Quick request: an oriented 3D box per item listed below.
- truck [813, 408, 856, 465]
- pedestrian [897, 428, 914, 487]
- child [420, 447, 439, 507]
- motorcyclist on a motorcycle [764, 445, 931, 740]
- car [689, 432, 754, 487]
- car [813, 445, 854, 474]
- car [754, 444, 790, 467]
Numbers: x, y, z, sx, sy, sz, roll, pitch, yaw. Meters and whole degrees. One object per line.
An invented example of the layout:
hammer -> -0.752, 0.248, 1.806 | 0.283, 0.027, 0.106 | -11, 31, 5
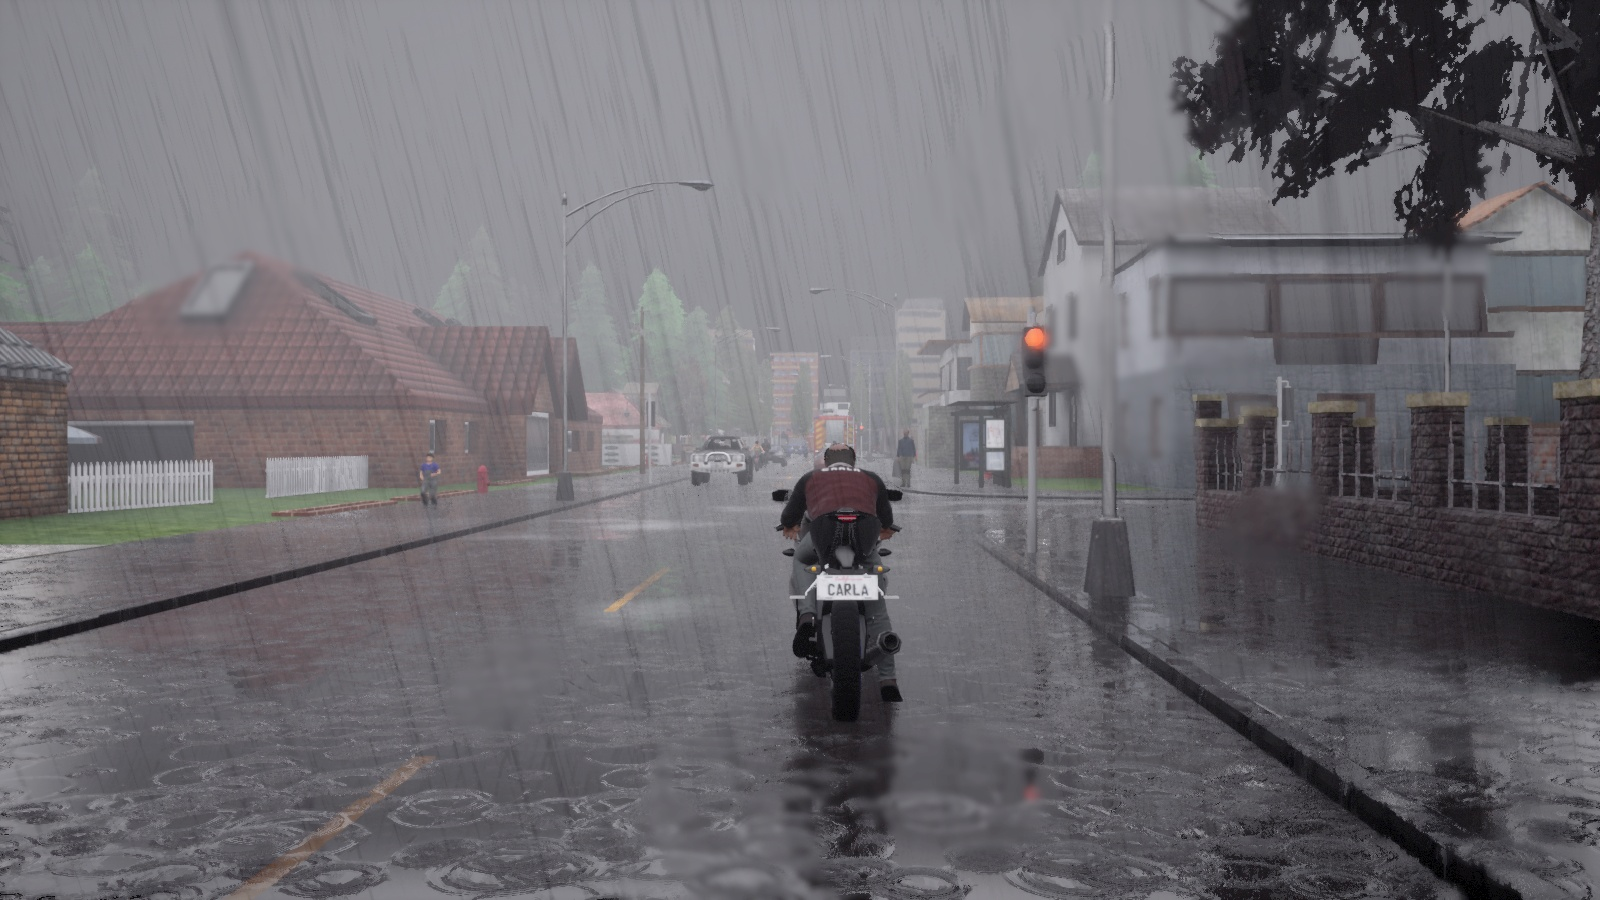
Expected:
truck -> 2.443, -0.918, 88.847 | 2.891, 3.827, 8.468 | 0, 0, 1
pedestrian -> 3.323, 0.236, 39.458 | 0.402, 1.842, 0.726 | 0, 0, 16
child -> -7.833, 0.573, 26.575 | 0.270, 1.263, 0.437 | 0, 0, 0
motorcyclist on a motorcycle -> 0.244, 0.739, 7.623 | 0.866, 1.530, 2.191 | 0, 0, 0
car -> -2.771, 0.306, 45.109 | 1.932, 1.855, 4.605 | 0, 0, 2
car -> 1.709, 0.458, 62.615 | 1.994, 1.385, 4.181 | 0, 0, 2
car -> -1.776, 0.335, 81.004 | 2.033, 1.411, 5.357 | 0, 0, 2
